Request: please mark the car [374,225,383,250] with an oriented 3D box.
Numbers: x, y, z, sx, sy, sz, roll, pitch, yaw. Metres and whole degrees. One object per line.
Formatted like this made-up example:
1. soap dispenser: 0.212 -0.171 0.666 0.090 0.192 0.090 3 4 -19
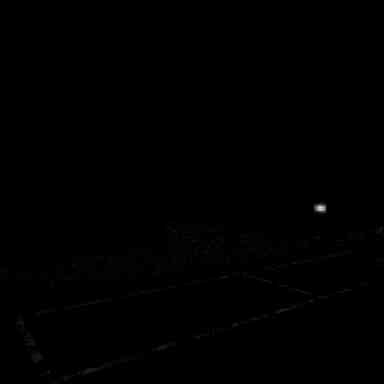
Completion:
1. car: 8.860 1.438 12.956 4.097 1.590 1.967 0 -1 -35
